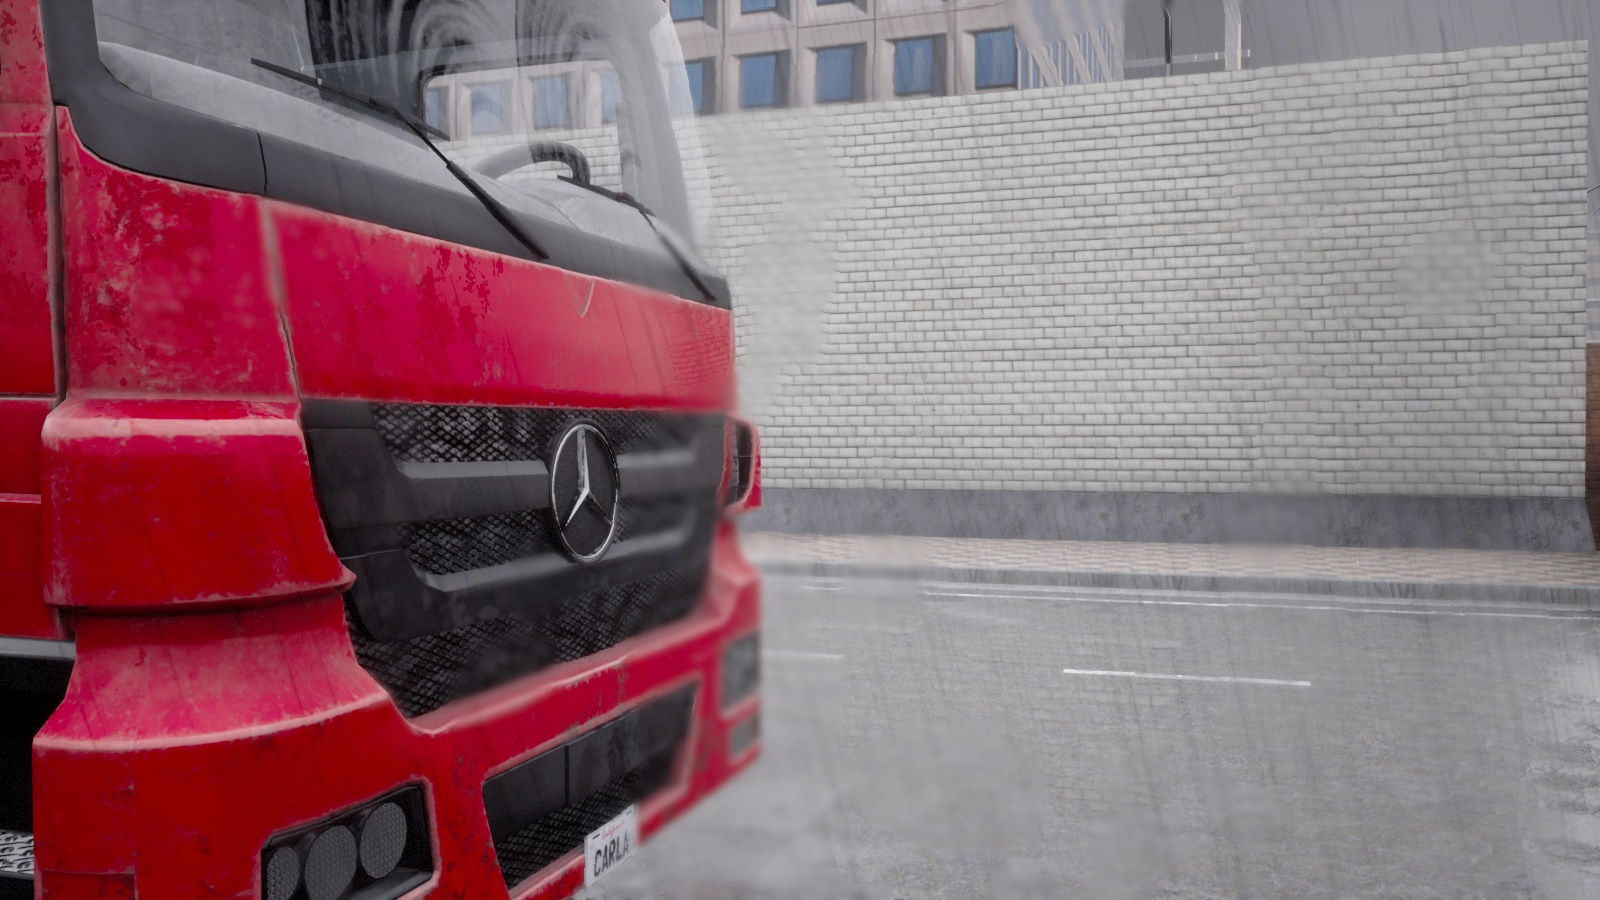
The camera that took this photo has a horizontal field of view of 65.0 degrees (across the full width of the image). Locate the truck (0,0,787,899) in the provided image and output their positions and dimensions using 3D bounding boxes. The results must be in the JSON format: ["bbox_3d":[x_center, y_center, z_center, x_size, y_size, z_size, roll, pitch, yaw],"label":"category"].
[{"bbox_3d":[-4.275,-0.245,4.614,7.936,3.462,2.891,1,1,19],"label":"truck"}]
